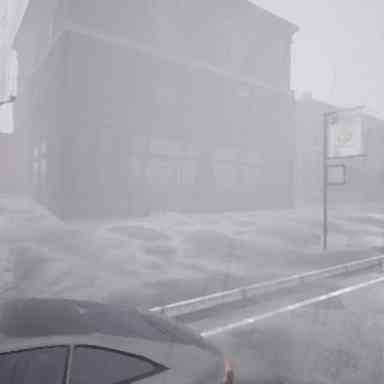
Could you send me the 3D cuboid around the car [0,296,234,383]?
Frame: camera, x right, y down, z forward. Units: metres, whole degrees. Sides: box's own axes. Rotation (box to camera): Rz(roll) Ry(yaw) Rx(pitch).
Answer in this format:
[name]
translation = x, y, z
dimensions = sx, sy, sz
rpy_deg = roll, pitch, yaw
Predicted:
[car]
translation = -1.643, 1.564, 2.205
dimensions = 4.181, 1.385, 1.994
rpy_deg = 0, 0, -35
